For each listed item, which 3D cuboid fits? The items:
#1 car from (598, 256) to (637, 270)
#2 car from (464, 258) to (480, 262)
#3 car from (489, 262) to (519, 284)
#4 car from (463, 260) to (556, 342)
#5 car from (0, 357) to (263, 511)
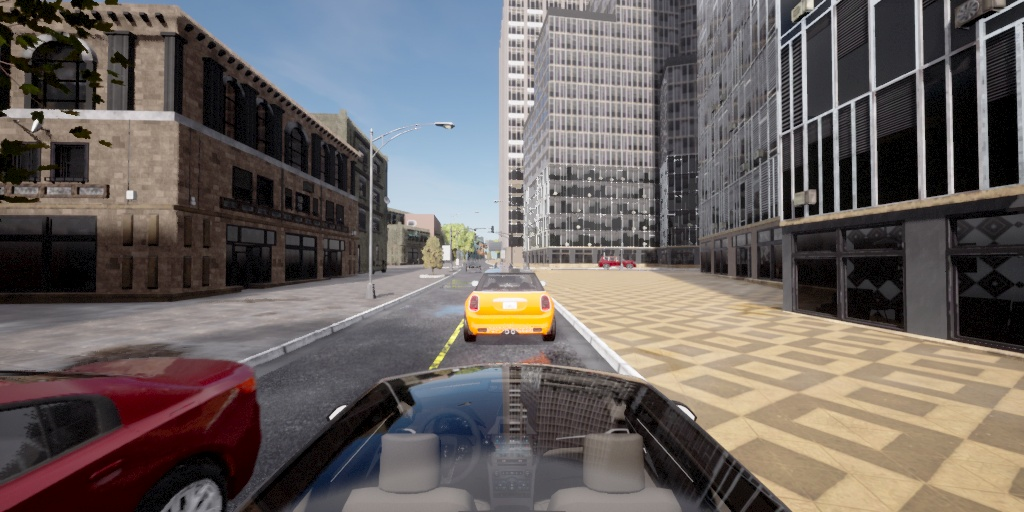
[{"bbox_3d":[14.172,0.951,48.440,5.009,1.841,2.192,0,0,15],"label":"car"},{"bbox_3d":[-4.479,0.973,42.044,1.837,1.490,4.892,0,0,-5],"label":"car"},{"bbox_3d":[-0.706,1.248,27.985,2.128,1.511,4.902,0,0,-3],"label":"car"},{"bbox_3d":[-0.085,1.104,9.962,2.097,1.767,4.553,0,0,-1],"label":"car"},{"bbox_3d":[-2.877,1.227,0.693,1.882,1.535,5.008,0,0,0],"label":"car"}]
